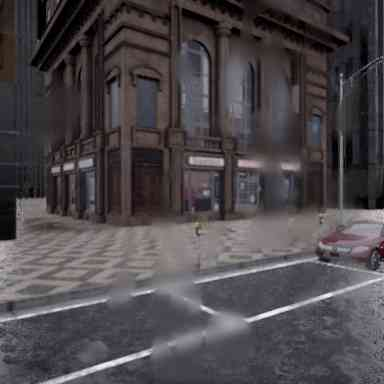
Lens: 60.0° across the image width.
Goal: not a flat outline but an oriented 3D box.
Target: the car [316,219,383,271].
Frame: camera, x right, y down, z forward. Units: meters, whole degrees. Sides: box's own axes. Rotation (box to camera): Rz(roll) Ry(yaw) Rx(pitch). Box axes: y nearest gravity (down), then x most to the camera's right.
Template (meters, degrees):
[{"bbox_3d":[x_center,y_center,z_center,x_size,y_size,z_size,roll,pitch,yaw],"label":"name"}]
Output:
[{"bbox_3d":[5.812,1.562,10.786,4.206,1.307,1.802,0,0,-35],"label":"car"}]
